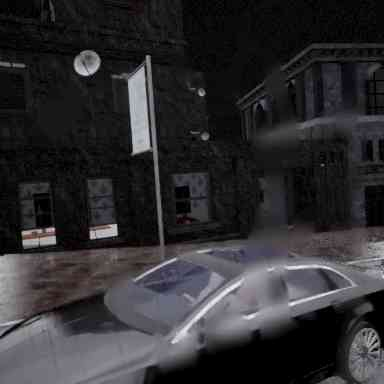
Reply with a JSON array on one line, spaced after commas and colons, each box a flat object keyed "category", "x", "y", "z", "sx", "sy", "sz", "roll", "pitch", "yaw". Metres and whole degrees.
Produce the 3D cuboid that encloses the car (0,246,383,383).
[{"category": "car", "x": 0.339, "y": 1.476, "z": 3.892, "sx": 4.902, "sy": 1.511, "sz": 2.128, "roll": 0, "pitch": 0, "yaw": -31}]
